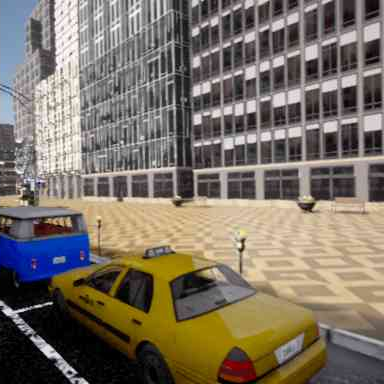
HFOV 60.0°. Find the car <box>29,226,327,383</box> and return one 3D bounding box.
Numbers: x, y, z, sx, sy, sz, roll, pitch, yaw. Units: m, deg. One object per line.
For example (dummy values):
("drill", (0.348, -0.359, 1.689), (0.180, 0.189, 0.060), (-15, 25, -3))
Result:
("car", (-0.630, 1.453, 4.845), (1.752, 1.417, 4.829), (-3, 2, -42))

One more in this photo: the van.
("van", (-4.215, 1.298, 8.824), (1.690, 1.788, 3.998), (-3, 2, -42))
